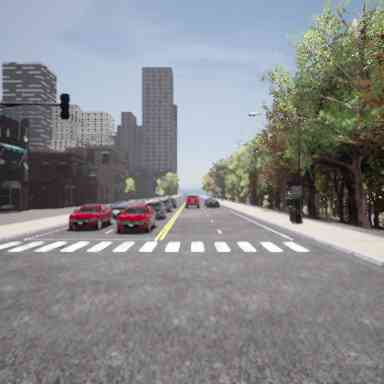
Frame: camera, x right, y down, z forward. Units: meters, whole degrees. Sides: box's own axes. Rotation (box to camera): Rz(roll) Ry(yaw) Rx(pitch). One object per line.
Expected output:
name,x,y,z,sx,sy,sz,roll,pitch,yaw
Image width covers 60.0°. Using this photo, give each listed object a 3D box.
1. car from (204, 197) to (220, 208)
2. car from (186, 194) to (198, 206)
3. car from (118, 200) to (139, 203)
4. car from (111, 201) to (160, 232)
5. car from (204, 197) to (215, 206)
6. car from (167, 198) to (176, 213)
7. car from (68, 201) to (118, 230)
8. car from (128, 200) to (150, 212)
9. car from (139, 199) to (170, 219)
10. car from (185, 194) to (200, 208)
car,3.355,1.782,52.405,1.994,1.385,4.181,0,0,0
car,0.004,1.479,62.252,2.150,2.045,5.566,0,0,0
car,-6.599,1.624,31.581,2.128,1.511,4.902,0,0,0
car,-3.348,1.566,20.781,1.882,1.535,5.008,0,0,0
car,3.254,1.736,62.434,1.882,1.535,5.008,0,0,0
car,-3.338,1.674,40.424,1.837,1.490,4.892,0,0,0
car,-6.600,1.571,22.159,1.882,1.535,5.008,0,0,0
car,-6.590,1.723,42.011,2.033,1.411,5.357,0,0,0
car,-3.350,1.632,30.270,1.837,1.490,4.892,0,0,0
car,0.100,1.437,51.716,2.150,2.045,5.566,0,0,0
